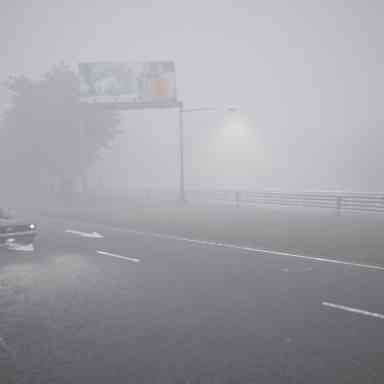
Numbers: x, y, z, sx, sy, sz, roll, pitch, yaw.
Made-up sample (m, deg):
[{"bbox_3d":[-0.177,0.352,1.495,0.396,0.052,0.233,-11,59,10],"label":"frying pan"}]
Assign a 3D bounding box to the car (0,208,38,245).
[{"bbox_3d":[-7.744,1.273,12.646,4.718,1.301,1.895,1,3,41],"label":"car"}]
